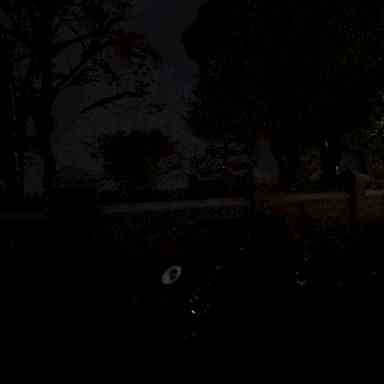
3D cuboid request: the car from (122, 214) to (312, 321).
[{"bbox_3d":[0.612,1.313,6.967,4.097,1.590,1.967,-2,1,-35],"label":"car"}]
